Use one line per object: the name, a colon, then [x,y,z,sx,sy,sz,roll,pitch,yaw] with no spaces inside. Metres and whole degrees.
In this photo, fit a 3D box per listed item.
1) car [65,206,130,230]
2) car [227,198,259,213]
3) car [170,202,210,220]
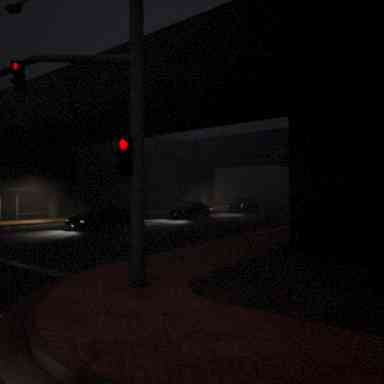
car: [-5.751,1.683,22.453,2.033,1.411,5.357,-1,0,36]
car: [5.948,1.481,38.612,2.097,1.767,4.553,-1,0,36]
car: [-0.080,1.658,30.283,1.812,1.442,4.674,-1,0,36]
